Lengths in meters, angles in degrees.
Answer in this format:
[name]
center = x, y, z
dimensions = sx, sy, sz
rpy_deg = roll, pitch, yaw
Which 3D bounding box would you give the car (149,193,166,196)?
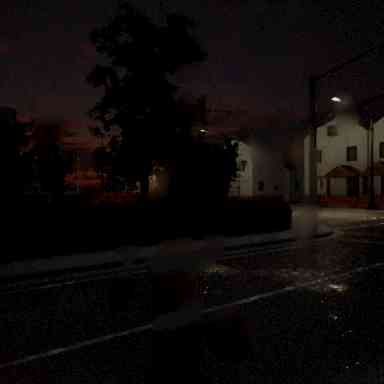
[car]
center = -4.870, 1.103, 49.772
dimensions = 2.150, 2.045, 5.566
rpy_deg = 0, 0, -35
